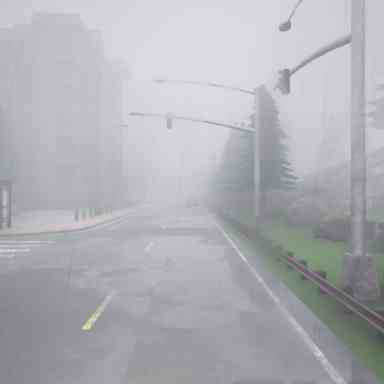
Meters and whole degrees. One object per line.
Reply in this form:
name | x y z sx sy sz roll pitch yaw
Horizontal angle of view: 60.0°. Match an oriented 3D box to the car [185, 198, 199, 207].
car | 0.019 1.564 50.591 1.994 1.385 4.181 0 0 0
